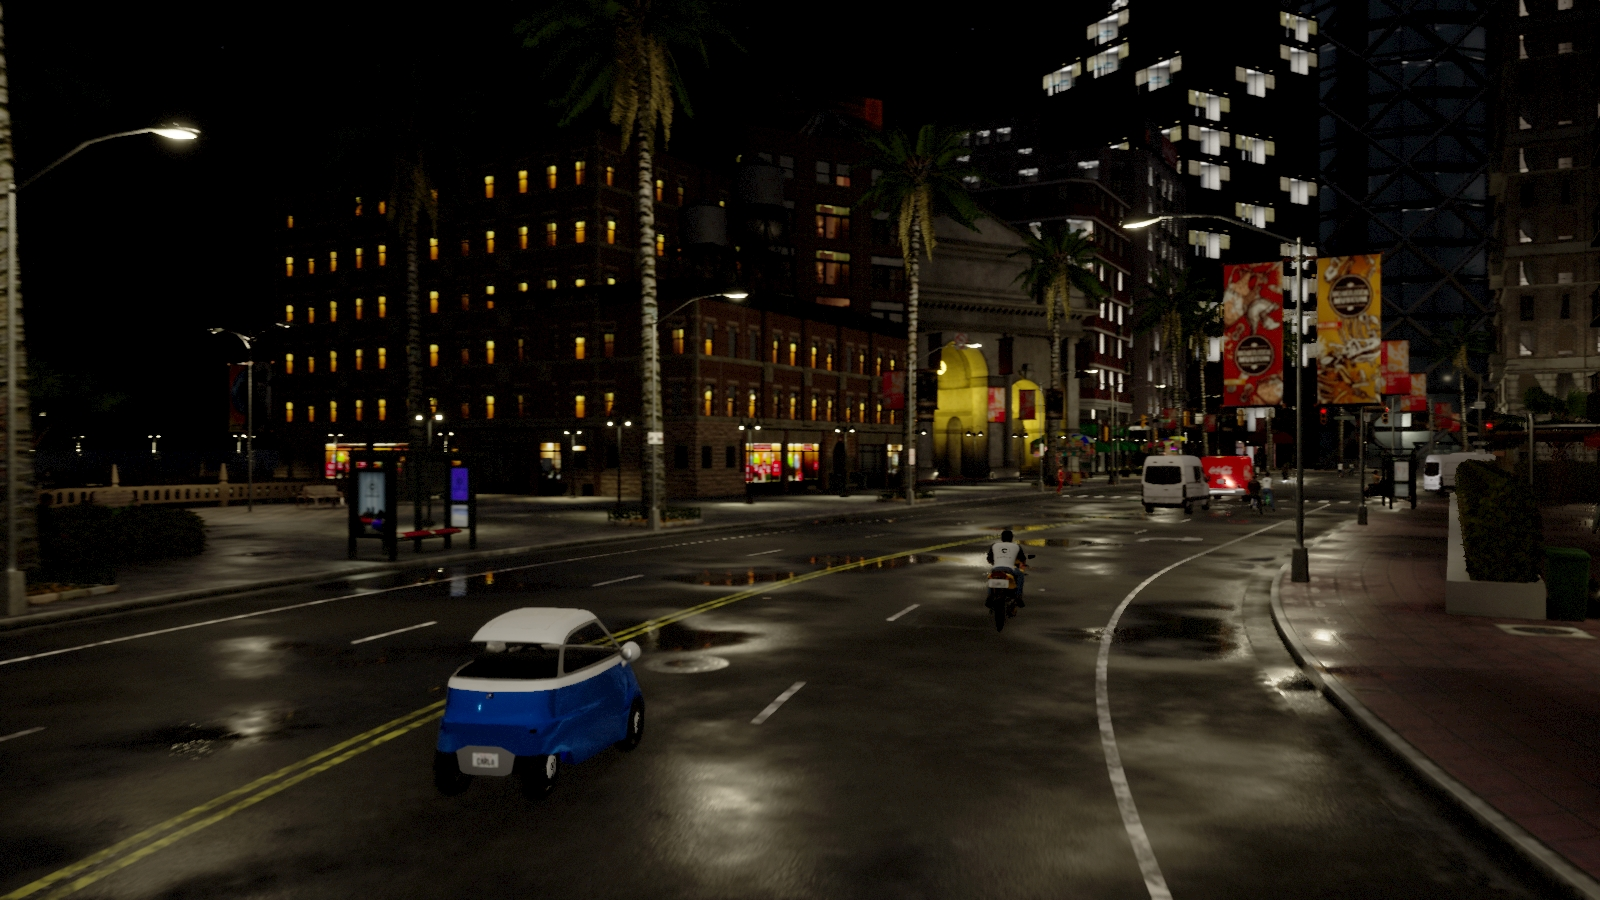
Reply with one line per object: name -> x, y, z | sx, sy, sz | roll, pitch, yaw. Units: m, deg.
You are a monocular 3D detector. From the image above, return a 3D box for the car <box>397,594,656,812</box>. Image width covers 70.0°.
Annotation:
car -> -2.304, 2.119, 10.085 | 1.481, 1.376, 2.207 | 0, 0, 9

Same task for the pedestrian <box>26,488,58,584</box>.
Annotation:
pedestrian -> -15.029, 1.691, 22.649 | 0.375, 1.860, 0.375 | 0, 0, 23

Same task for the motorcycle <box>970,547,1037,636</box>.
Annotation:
motorcycle -> 3.270, 2.214, 18.222 | 0.803, 1.145, 2.033 | 0, 0, 18
